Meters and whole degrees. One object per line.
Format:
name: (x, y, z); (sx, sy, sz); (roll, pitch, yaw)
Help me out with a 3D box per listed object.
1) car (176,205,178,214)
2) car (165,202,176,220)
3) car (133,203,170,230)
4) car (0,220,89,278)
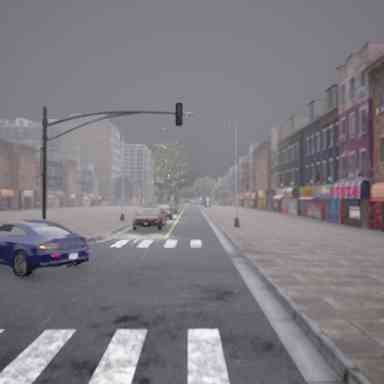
car: (-2.839, 2.035, 43.452); (2.128, 1.511, 4.902); (0, -1, 0)
car: (-2.849, 1.928, 33.263); (1.812, 1.442, 4.674); (0, -1, 0)
car: (-2.866, 1.743, 23.276); (1.882, 1.535, 5.008); (0, -1, 0)
car: (-5.203, 1.584, 10.307); (4.674, 1.442, 1.812); (0, -2, 31)
